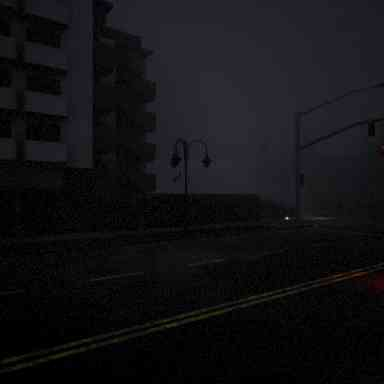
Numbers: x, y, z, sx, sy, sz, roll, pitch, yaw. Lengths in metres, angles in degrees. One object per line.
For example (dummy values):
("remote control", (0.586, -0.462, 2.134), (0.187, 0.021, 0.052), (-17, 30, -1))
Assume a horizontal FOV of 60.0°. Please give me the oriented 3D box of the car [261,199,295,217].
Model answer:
("car", (7.818, 1.478, 32.198), (1.882, 1.535, 5.008), (0, 0, -38))
